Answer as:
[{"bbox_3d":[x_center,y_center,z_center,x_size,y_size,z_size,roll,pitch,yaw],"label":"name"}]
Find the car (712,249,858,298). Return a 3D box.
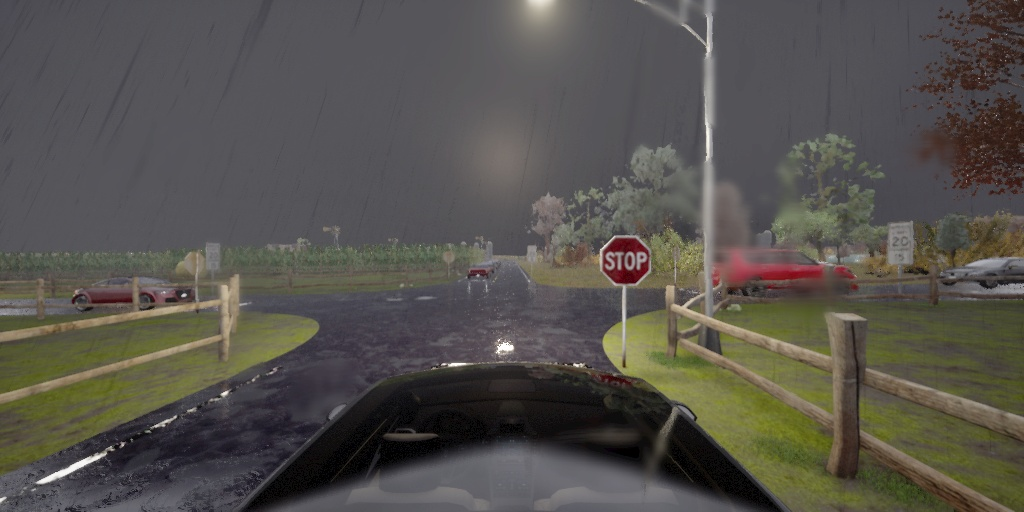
[{"bbox_3d":[11.432,0.734,15.513,5.566,2.045,2.150,-1,0,3],"label":"car"}]

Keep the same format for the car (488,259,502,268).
[{"bbox_3d":[-2.884,1.237,60.490,2.128,1.511,4.902,0,0,0],"label":"car"}]

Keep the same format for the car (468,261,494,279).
[{"bbox_3d":[-2.883,1.336,32.477,1.895,1.301,4.718,0,0,0],"label":"car"}]

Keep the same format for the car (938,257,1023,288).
[{"bbox_3d":[24.399,0.804,17.954,4.674,1.442,1.812,-1,0,1],"label":"car"}]

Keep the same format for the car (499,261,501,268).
[{"bbox_3d":[-2.910,1.302,51.335,1.994,1.385,4.181,0,0,0],"label":"car"}]

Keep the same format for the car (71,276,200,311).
[{"bbox_3d":[-16.361,1.582,15.716,4.181,1.385,1.994,-1,0,0],"label":"car"}]

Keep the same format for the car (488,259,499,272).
[{"bbox_3d":[-2.901,1.282,42.129,2.033,1.411,5.357,0,0,0],"label":"car"}]
